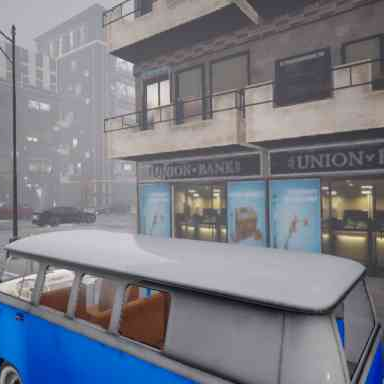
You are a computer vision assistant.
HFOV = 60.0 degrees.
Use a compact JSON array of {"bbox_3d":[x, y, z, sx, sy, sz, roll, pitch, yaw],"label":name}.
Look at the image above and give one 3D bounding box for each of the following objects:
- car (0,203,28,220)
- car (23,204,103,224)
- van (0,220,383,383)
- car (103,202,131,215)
[{"bbox_3d":[-15.252,1.609,27.280,1.967,1.590,4.097,-2,-1,36],"label":"car"},{"bbox_3d":[-8.499,1.584,22.314,1.947,1.339,4.313,-2,-1,36],"label":"car"},{"bbox_3d":[-0.399,1.342,3.144,3.998,1.788,1.690,0,-1,36],"label":"van"},{"bbox_3d":[-8.575,1.799,36.365,1.947,1.339,4.313,-2,-1,36],"label":"car"}]
